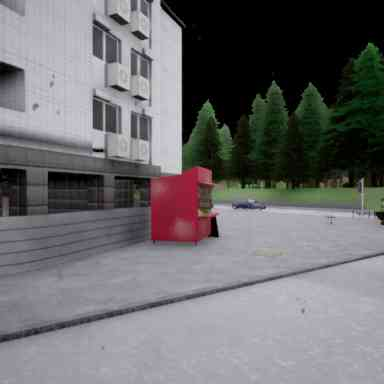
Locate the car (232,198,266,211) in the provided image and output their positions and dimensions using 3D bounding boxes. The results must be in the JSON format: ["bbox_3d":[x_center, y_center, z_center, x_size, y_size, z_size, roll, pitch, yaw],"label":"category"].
[{"bbox_3d":[6.921,1.523,40.762,1.812,1.442,4.674,0,0,-36],"label":"car"}]
